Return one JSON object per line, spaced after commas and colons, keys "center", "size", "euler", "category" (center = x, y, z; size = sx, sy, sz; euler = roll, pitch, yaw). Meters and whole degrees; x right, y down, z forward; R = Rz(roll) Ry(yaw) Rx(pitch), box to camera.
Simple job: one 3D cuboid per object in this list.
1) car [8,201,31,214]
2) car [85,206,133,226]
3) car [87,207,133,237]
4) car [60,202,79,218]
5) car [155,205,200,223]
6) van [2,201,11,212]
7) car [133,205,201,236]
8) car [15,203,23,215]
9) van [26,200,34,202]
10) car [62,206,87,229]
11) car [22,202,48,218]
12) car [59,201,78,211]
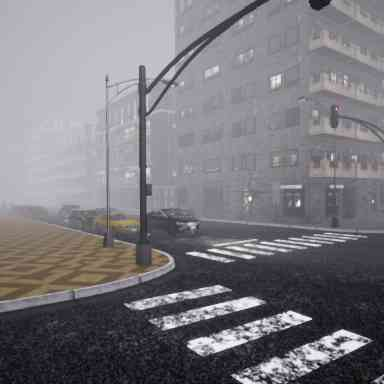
{"center": [-24.915, 2.449, 48.278], "size": [1.887, 1.381, 4.507], "euler": [-2, 0, -36], "category": "car"}
{"center": [-7.255, 1.994, 28.635], "size": [2.033, 1.411, 5.357], "euler": [-1, -1, -37], "category": "car"}
{"center": [-4.728, 1.865, 20.805], "size": [1.752, 1.417, 4.829], "euler": [-2, 0, -36], "category": "car"}
{"center": [-13.212, 2.118, 36.764], "size": [1.837, 1.490, 4.892], "euler": [-1, -1, -36], "category": "car"}
{"center": [-1.424, 1.915, 30.461], "size": [2.008, 1.369, 4.403], "euler": [-2, 0, -36], "category": "car"}
{"center": [-31.618, 2.433, 57.390], "size": [1.690, 1.788, 3.998], "euler": [-2, 0, -36], "category": "van"}
{"center": [-1.397, 1.775, 20.663], "size": [2.128, 1.511, 4.902], "euler": [-1, -1, -36], "category": "car"}
{"center": [-21.566, 2.392, 43.722], "size": [1.802, 1.307, 4.206], "euler": [-2, 0, -36], "category": "car"}
{"center": [-41.607, 2.831, 85.133], "size": [1.690, 1.788, 3.998], "euler": [-2, 0, -36], "category": "van"}
{"center": [-8.175, 2.002, 25.498], "size": [1.947, 1.339, 4.313], "euler": [-2, 0, -36], "category": "car"}
{"center": [-18.219, 2.262, 39.166], "size": [1.887, 1.381, 4.507], "euler": [-2, 0, -36], "category": "car"}
{"center": [-21.515, 2.366, 57.797], "size": [1.967, 1.590, 4.097], "euler": [-2, 0, -36], "category": "car"}
